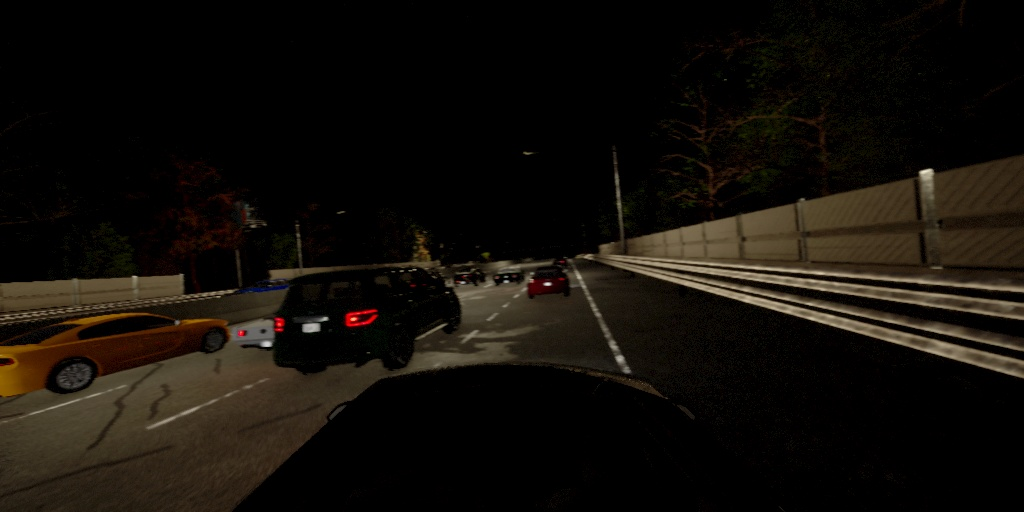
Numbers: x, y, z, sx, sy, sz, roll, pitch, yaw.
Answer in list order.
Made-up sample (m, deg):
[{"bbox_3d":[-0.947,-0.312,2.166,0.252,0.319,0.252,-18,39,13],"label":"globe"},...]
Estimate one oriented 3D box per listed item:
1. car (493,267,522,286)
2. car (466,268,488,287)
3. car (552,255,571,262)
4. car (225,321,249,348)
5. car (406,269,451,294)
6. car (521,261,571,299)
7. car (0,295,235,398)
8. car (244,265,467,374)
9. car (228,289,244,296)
[{"bbox_3d":[-0.084,1.484,27.366,1.895,1.301,4.718,-5,0,9],"label":"car"},{"bbox_3d":[-3.339,1.707,29.202,1.837,1.490,4.892,-5,0,9],"label":"car"},{"bbox_3d":[6.251,0.888,46.356,1.837,1.490,4.892,-5,0,9],"label":"car"},{"bbox_3d":[-6.053,1.972,11.504,1.895,1.301,4.718,-5,0,9],"label":"car"},{"bbox_3d":[-6.784,2.037,29.731,1.837,1.490,4.892,-5,0,9],"label":"car"},{"bbox_3d":[1.897,1.211,18.028,1.994,1.385,4.181,-5,0,9],"label":"car"},{"bbox_3d":[-9.956,2.208,9.122,1.882,1.535,5.008,-5,0,9],"label":"car"},{"bbox_3d":[-2.992,1.286,8.745,2.150,2.045,5.566,-5,0,9],"label":"car"},{"bbox_3d":[-23.836,3.400,34.879,2.150,2.045,5.566,-5,0,9],"label":"car"}]
